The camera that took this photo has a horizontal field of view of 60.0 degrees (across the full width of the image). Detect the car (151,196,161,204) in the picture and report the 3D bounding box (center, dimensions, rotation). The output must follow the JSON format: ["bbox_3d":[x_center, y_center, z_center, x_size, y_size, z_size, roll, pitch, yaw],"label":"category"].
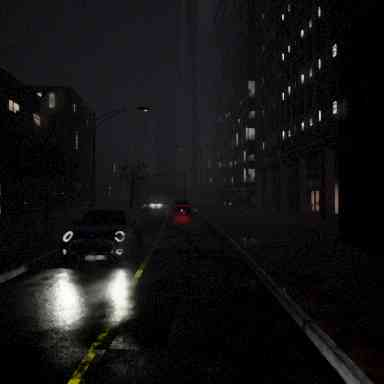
[{"bbox_3d":[-6.731,1.453,62.298,2.128,1.511,4.902,0,0,-7],"label":"car"}]

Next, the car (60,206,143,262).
[{"bbox_3d":[-3.041,1.352,12.029,2.097,1.767,4.553,0,0,-2],"label":"car"}]

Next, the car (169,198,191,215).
[{"bbox_3d":[-1.134,1.495,34.159,1.837,1.490,4.892,0,0,-4],"label":"car"}]

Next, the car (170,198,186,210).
[{"bbox_3d":[-1.898,1.509,43.810,1.812,1.442,4.674,0,0,-5],"label":"car"}]
